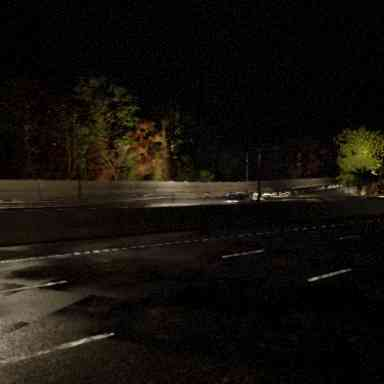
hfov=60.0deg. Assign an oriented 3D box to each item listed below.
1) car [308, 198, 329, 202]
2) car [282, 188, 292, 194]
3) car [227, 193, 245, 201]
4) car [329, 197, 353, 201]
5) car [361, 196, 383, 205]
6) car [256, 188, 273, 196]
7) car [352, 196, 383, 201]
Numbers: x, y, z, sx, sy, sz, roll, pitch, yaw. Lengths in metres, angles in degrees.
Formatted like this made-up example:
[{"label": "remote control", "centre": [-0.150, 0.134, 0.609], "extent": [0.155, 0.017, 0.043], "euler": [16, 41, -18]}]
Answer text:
[{"label": "car", "centre": [19.108, 1.490, 48.882], "extent": [4.718, 1.301, 1.895], "euler": [0, 0, -36]}, {"label": "car", "centre": [23.884, -0.192, 83.971], "extent": [1.882, 1.535, 5.008], "euler": [0, 3, 34]}, {"label": "car", "centre": [7.698, 0.808, 57.605], "extent": [1.994, 1.385, 4.181], "euler": [0, 1, 30]}, {"label": "car", "centre": [21.986, 1.394, 46.666], "extent": [4.902, 1.511, 2.128], "euler": [0, 0, -36]}, {"label": "car", "centre": [32.096, 1.441, 58.504], "extent": [5.357, 1.411, 2.033], "euler": [0, 0, -37]}, {"label": "car", "centre": [15.469, 0.154, 70.883], "extent": [2.150, 2.045, 5.566], "euler": [0, 2, 31]}, {"label": "car", "centre": [23.698, 1.462, 43.578], "extent": [5.357, 1.411, 2.033], "euler": [0, 0, -36]}]
